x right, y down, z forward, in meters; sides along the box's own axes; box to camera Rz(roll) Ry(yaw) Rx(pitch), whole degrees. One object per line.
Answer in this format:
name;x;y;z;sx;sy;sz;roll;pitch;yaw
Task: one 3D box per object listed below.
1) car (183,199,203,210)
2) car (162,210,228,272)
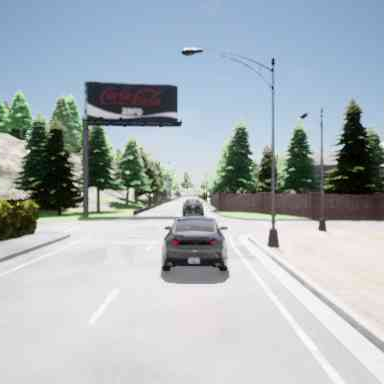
car;0.100;1.471;34.751;2.097;1.767;4.553;0;0;0
car;0.123;1.543;10.873;1.837;1.490;4.892;0;-1;2
